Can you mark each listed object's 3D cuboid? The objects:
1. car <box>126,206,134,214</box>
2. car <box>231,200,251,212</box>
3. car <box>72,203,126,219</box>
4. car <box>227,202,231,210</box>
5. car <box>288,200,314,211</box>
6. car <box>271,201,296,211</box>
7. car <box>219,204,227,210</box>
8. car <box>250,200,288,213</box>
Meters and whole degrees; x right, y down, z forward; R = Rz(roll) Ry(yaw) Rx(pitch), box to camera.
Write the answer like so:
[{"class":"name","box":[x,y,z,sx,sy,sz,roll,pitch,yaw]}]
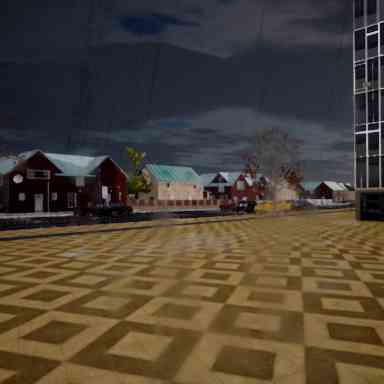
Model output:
[{"class":"car","box":[-9.202,1.911,37.691,2.033,1.411,5.357,-1,-1,43]},{"class":"car","box":[8.058,1.893,46.365,2.097,1.767,4.553,-1,-1,44]},{"class":"car","box":[-9.257,1.892,32.883,1.895,1.301,4.718,-1,-1,43]},{"class":"car","box":[7.921,2.123,51.061,1.837,1.490,4.892,-1,-2,44]},{"class":"car","box":[17.121,2.002,51.344,2.097,1.767,4.553,-1,-1,43]},{"class":"car","box":[14.771,2.157,53.588,1.882,1.535,5.008,-1,-1,43]},{"class":"car","box":[6.446,2.262,54.216,1.895,1.301,4.718,-1,-1,43]},{"class":"car","box":[10.207,1.985,43.896,1.882,1.535,5.008,-1,-1,44]}]
